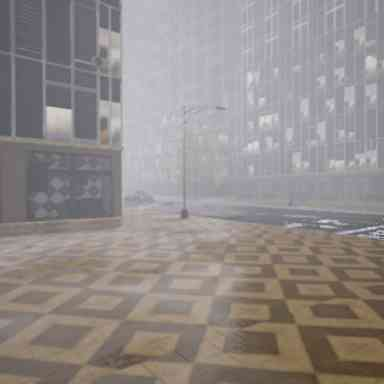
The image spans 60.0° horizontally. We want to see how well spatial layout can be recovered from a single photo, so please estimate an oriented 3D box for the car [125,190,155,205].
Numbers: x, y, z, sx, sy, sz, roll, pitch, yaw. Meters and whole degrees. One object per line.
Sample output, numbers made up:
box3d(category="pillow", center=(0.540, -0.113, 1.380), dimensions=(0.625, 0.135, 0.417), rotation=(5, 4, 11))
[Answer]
box3d(category="car", center=(-6.422, 0.598, 41.154), dimensions=(2.097, 1.767, 4.553), rotation=(0, 1, -38))
